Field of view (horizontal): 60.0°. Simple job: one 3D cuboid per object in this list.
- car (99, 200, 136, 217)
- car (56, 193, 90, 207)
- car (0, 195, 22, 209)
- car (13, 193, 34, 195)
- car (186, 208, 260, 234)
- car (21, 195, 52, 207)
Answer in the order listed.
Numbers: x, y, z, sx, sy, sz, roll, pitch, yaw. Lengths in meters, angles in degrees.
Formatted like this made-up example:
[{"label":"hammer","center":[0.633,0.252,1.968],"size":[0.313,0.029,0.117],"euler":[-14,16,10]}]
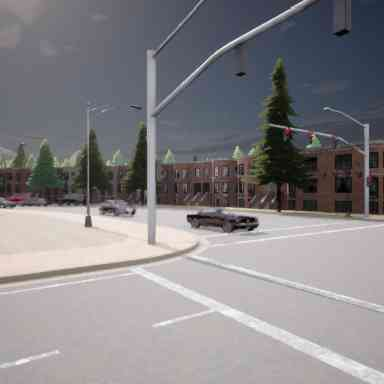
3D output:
[{"label":"car","center":[-7.028,1.492,31.197],"size":[2.128,1.511,4.902],"euler":[0,0,-40]},{"label":"car","center":[-18.913,1.221,52.870],"size":[5.566,2.045,2.150],"euler":[0,0,23]},{"label":"car","center":[-25.568,1.508,44.266],"size":[4.892,1.490,1.837],"euler":[-1,0,19]},{"label":"car","center":[-29.032,1.221,55.923],"size":[5.566,2.045,2.150],"euler":[0,0,10]},{"label":"car","center":[1.715,1.601,19.582],"size":[1.895,1.301,4.718],"euler":[0,0,-36]},{"label":"car","center":[-24.170,1.547,51.137],"size":[5.357,1.411,2.033],"euler":[0,0,17]}]
